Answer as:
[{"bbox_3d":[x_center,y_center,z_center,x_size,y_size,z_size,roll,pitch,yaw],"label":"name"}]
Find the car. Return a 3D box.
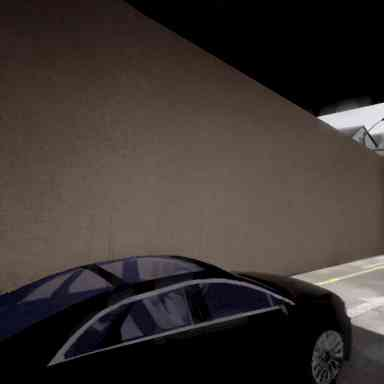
[{"bbox_3d":[-0.177,1.493,3.675,4.902,1.511,2.128,0,0,-35],"label":"car"}]
